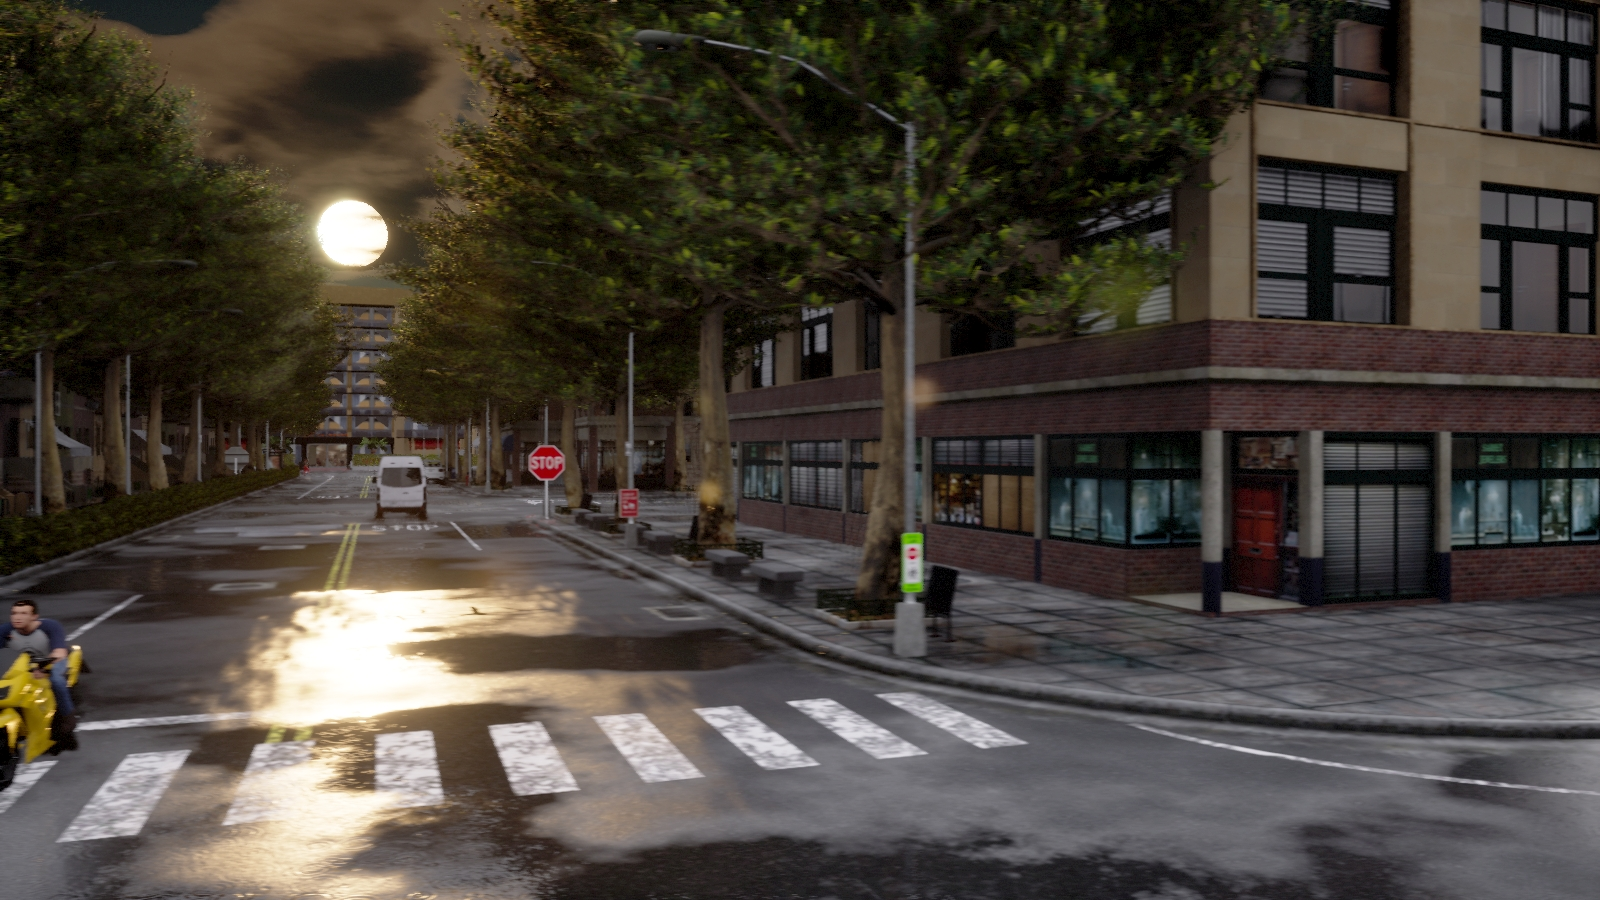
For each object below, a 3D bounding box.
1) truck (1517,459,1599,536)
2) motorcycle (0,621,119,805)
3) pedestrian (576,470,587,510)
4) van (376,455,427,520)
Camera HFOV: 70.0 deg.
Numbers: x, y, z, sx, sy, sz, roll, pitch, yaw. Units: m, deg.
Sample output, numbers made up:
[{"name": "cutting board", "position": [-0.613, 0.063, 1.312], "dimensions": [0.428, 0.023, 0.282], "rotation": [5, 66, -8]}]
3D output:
[{"name": "truck", "position": [27.343, 1.569, 38.168], "dimensions": [2.627, 2.467, 5.204], "rotation": [0, 0, -20]}, {"name": "motorcycle", "position": [-6.663, 2.213, 9.895], "dimensions": [0.803, 1.145, 2.033], "rotation": [-1, 0, -16]}, {"name": "pedestrian", "position": [-10.250, 1.850, 53.510], "dimensions": [0.375, 1.860, 0.375], "rotation": [0, 0, -40]}, {"name": "van", "position": [-17.227, 1.535, 49.239], "dimensions": [1.988, 2.561, 5.915], "rotation": [0, 0, -20]}]
